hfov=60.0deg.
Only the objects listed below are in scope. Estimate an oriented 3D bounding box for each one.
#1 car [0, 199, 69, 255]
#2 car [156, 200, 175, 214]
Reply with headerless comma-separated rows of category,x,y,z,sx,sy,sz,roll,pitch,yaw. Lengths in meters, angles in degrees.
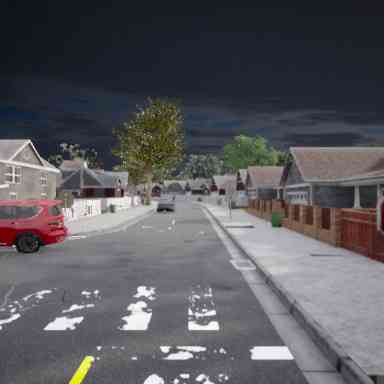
car,-7.745,1.368,12.925,5.566,2.045,2.150,-1,3,-12
car,-2.766,1.559,36.247,2.033,1.411,5.357,0,0,0
